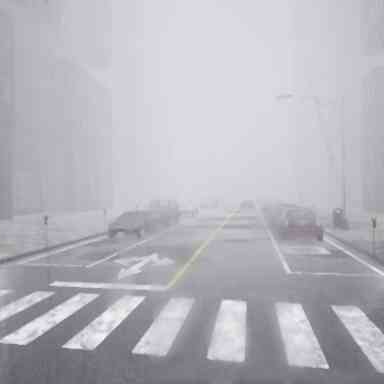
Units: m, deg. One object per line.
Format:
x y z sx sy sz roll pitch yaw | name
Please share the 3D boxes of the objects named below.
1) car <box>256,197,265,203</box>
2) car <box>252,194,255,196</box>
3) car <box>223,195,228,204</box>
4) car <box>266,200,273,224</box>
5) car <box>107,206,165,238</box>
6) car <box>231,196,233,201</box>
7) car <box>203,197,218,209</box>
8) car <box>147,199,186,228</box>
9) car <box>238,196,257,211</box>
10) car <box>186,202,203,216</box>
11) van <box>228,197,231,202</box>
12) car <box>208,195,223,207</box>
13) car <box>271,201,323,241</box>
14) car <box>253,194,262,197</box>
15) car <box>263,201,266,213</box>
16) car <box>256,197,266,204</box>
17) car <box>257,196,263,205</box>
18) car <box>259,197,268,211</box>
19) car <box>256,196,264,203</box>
15.524 1.833 75.658 2.008 1.369 4.403 -1 0 10 | car
17.381 1.647 86.349 2.192 1.841 5.009 -1 0 10 | car
6.197 1.875 71.788 1.887 1.381 4.507 -1 0 10 | car
6.221 1.494 22.213 1.967 1.590 4.097 -1 0 10 | car
-3.106 1.674 18.331 1.947 1.339 4.313 -1 0 10 | car
8.987 1.846 87.826 1.967 1.590 4.097 -1 0 10 | car
2.476 1.816 50.406 1.802 1.307 4.206 -1 0 10 | car
-2.178 1.443 23.679 2.192 1.841 5.009 -1 0 10 | car
7.263 1.665 43.709 1.837 1.490 4.892 -1 0 10 | car
-0.344 1.694 34.201 1.752 1.417 4.829 -1 0 10 | car
8.055 1.722 82.481 1.690 1.788 3.998 -1 0 10 | van
3.403 1.573 55.752 2.192 1.841 5.009 -1 0 10 | car
5.291 1.474 16.868 1.967 1.590 4.097 -1 0 10 | car
12.386 1.690 59.964 1.882 1.535 5.008 -1 0 10 | car
7.153 1.656 27.556 1.802 1.307 4.206 -1 0 10 | car
14.592 1.801 70.314 1.887 1.381 4.507 -1 0 10 | car
10.902 1.687 49.103 1.752 1.417 4.829 -1 0 10 | car
9.012 1.661 38.246 1.887 1.381 4.507 -1 0 10 | car
16.483 1.833 81.171 1.752 1.417 4.829 -1 0 10 | car
